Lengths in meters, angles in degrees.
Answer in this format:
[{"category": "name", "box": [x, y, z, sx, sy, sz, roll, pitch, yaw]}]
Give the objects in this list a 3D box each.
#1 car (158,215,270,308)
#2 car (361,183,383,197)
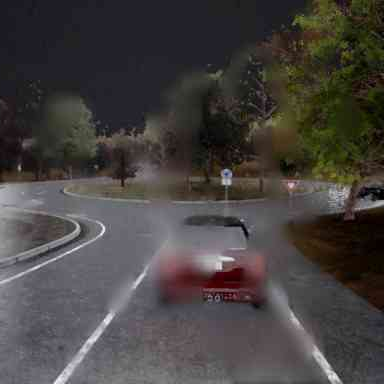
[{"category": "car", "box": [0.484, 1.330, 8.096, 2.097, 1.767, 4.553, 0, 0, 3]}, {"category": "car", "box": [18.178, -0.285, 33.432, 1.895, 1.301, 4.718, 3, 7, 31]}]
